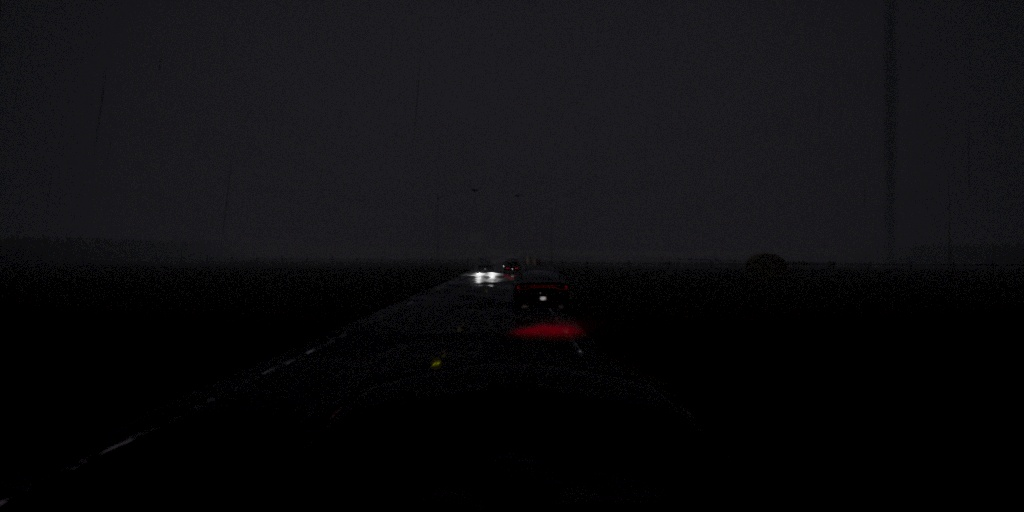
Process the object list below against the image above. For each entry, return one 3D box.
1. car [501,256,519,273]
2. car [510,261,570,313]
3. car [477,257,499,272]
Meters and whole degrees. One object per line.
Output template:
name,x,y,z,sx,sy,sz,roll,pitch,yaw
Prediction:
car,0.050,0.975,36.911,1.837,1.490,4.892,0,1,1
car,0.964,1.135,13.575,1.882,1.535,5.008,0,0,0
car,-2.831,1.044,40.030,1.895,1.301,4.718,0,0,0
